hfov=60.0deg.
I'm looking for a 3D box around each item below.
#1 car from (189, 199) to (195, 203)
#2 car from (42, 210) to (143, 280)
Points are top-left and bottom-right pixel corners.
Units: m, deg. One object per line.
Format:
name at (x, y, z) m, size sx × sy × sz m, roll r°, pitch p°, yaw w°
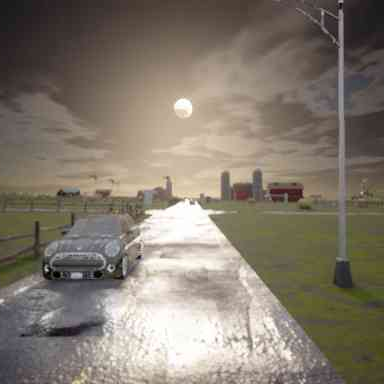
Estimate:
car at (-0.011, 2.756, 91.114) m, size 2.033 × 1.411 × 5.357 m, roll 0°, pitch -1°, yaw 0°
car at (-2.851, 1.509, 10.481) m, size 2.097 × 1.767 × 4.553 m, roll 0°, pitch -1°, yaw 0°
